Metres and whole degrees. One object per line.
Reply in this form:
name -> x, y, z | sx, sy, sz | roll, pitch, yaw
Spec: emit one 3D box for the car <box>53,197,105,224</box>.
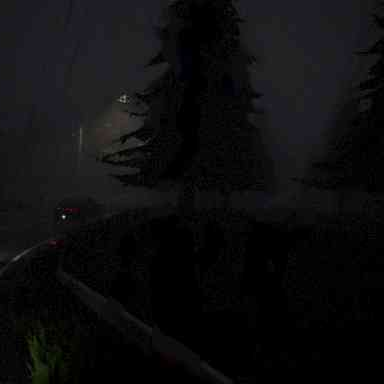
car -> -7.115, 1.067, 21.371 | 1.837, 1.490, 4.892 | 5, 3, 4
